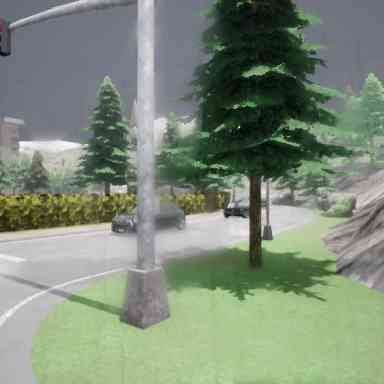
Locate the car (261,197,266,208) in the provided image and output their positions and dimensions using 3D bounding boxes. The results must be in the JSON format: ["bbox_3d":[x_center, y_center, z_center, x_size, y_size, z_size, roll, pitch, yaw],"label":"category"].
[{"bbox_3d":[9.613,1.508,46.241,1.837,1.490,4.892,0,-1,9],"label":"car"}]

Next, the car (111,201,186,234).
[{"bbox_3d":[-2.306,1.352,18.559,2.097,1.767,4.553,0,0,34],"label":"car"}]

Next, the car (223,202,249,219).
[{"bbox_3d":[4.264,1.601,29.209,1.895,1.301,4.718,0,0,25],"label":"car"}]
